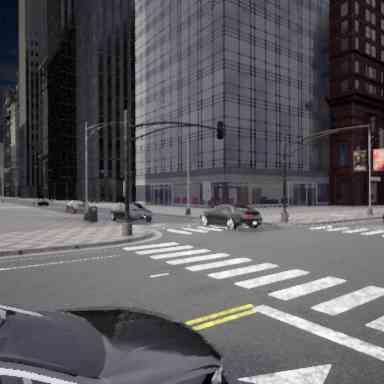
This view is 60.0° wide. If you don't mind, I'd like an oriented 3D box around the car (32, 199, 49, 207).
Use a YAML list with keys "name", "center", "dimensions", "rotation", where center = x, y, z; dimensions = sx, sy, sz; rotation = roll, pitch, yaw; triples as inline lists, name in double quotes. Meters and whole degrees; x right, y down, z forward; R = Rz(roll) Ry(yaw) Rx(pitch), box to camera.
- name: "car"
  center: [-24.426, 1.725, 53.674]
  dimensions: [1.895, 1.301, 4.718]
  rotation: [0, 0, -35]

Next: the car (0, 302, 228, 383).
- name: "car"
  center: [-1.898, 1.491, 2.079]
  dimensions: [4.902, 1.511, 2.128]
  rotation: [0, 0, -36]

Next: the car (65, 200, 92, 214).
- name: "car"
  center: [-12.637, 1.598, 36.878]
  dimensions: [1.812, 1.442, 4.674]
  rotation: [0, 1, -36]

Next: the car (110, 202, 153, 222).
- name: "car"
  center: [-4.789, 1.547, 25.796]
  dimensions: [1.837, 1.490, 4.892]
  rotation: [0, 0, -35]

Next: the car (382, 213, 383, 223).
- name: "car"
  center: [14.785, 1.342, 22.382]
  dimensions: [4.553, 1.767, 2.097]
  rotation: [0, 0, -36]

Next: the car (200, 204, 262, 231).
- name: "car"
  center: [2.317, 1.506, 20.996]
  dimensions: [1.837, 1.490, 4.892]
  rotation: [1, -1, -31]
